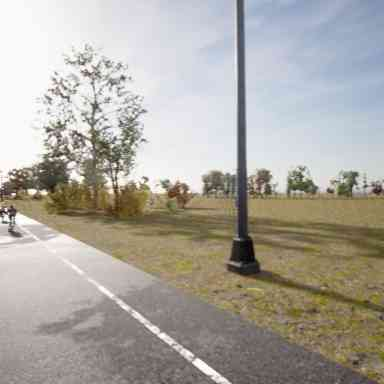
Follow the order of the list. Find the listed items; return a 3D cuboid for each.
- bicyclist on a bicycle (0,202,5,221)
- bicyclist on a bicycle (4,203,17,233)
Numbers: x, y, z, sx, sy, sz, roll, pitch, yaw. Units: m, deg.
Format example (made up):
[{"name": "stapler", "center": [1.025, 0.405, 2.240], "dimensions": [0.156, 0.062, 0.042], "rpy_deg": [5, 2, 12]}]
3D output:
[{"name": "bicyclist on a bicycle", "center": [-15.834, 1.657, 27.952], "dimensions": [0.866, 1.612, 1.509], "rpy_deg": [-1, 0, -33]}, {"name": "bicyclist on a bicycle", "center": [-10.673, 1.601, 19.801], "dimensions": [0.582, 1.620, 1.656], "rpy_deg": [-1, 0, -33]}]
